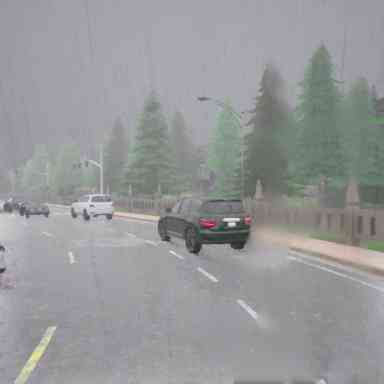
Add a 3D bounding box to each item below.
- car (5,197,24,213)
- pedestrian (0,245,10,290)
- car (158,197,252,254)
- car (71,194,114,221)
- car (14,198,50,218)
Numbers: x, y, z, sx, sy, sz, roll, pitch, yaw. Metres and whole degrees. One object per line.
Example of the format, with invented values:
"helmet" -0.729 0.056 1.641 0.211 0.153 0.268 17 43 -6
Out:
"car" -20.029 1.352 38.069 2.097 1.767 4.553 0 0 -36
"pedestrian" -4.348 1.674 7.575 0.500 1.100 0.500 0 0 -16
"car" 0.309 1.218 13.881 2.150 2.045 5.566 0 0 -23
"car" -8.374 1.221 27.773 2.150 2.045 5.566 0 0 -35
"car" -14.458 1.547 30.379 2.033 1.411 5.357 0 0 -36
